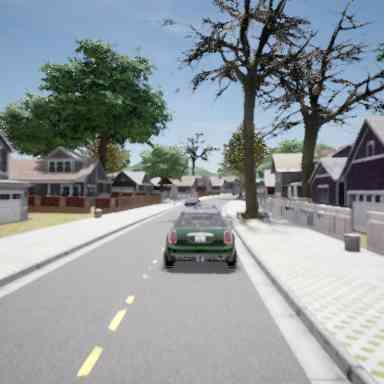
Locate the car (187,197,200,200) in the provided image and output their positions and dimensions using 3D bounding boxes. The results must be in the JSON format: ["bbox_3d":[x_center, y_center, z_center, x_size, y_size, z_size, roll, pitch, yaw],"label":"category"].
[{"bbox_3d":[0.139,1.366,47.054,2.033,1.411,5.357,0,0,7],"label":"car"}]

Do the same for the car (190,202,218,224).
[{"bbox_3d":[1.016,1.531,25.515,1.895,1.301,4.718,0,0,5],"label":"car"}]

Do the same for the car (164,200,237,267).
[{"bbox_3d":[0.318,1.330,11.463,2.097,1.767,4.553,0,0,2],"label":"car"}]
